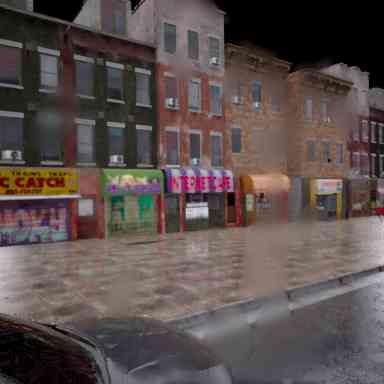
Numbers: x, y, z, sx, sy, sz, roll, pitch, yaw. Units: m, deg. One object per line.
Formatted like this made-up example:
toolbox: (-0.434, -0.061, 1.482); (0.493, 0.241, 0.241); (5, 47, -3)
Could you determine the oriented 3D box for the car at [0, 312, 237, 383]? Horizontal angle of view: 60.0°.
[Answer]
car: (-1.819, 1.507, 1.860); (4.892, 1.490, 1.837); (-1, 0, -35)
